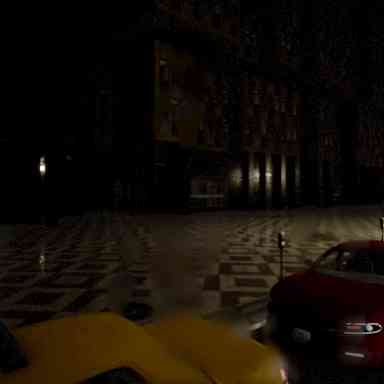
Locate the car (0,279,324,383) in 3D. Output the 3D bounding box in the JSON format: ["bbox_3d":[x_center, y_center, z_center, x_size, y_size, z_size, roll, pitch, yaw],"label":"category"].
[{"bbox_3d":[-1.320,1.525,1.822,4.829,1.417,1.752,0,0,-41],"label":"car"}]

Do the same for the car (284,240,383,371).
[{"bbox_3d":[3.079,1.545,5.673,4.507,1.381,1.887,0,0,-41],"label":"car"}]
